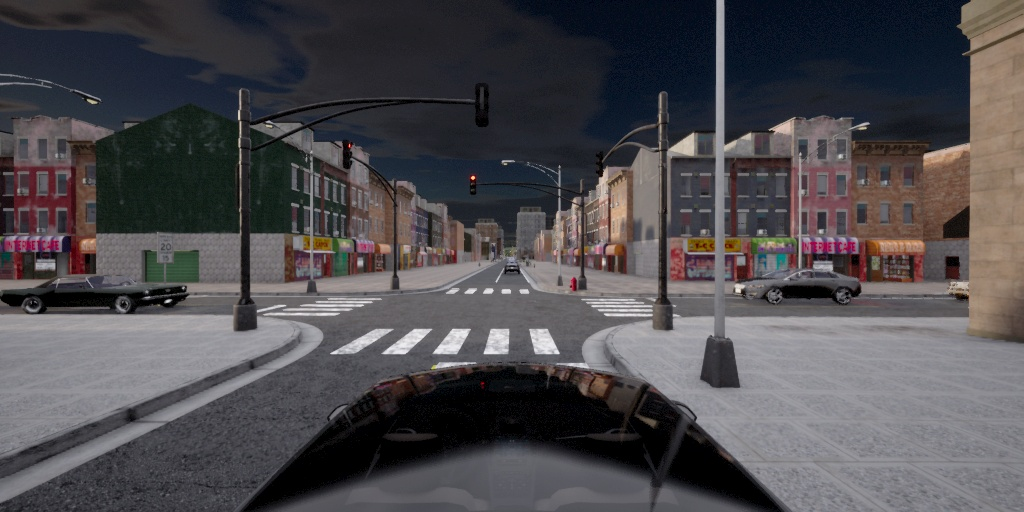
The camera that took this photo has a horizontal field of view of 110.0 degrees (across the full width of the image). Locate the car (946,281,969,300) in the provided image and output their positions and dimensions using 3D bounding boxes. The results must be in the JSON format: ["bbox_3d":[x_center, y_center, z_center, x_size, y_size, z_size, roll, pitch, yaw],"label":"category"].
[{"bbox_3d":[22.492,1.418,15.850,4.718,1.301,1.895,0,0,0],"label":"car"}]

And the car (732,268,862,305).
[{"bbox_3d":[12.446,1.277,15.841,4.902,1.511,2.128,0,0,0],"label":"car"}]

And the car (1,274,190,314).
[{"bbox_3d":[-14.638,1.313,12.866,4.718,1.301,1.895,0,0,-3],"label":"car"}]

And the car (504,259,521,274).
[{"bbox_3d":[0.011,1.313,40.659,1.948,1.339,4.313,0,0,0],"label":"car"}]
